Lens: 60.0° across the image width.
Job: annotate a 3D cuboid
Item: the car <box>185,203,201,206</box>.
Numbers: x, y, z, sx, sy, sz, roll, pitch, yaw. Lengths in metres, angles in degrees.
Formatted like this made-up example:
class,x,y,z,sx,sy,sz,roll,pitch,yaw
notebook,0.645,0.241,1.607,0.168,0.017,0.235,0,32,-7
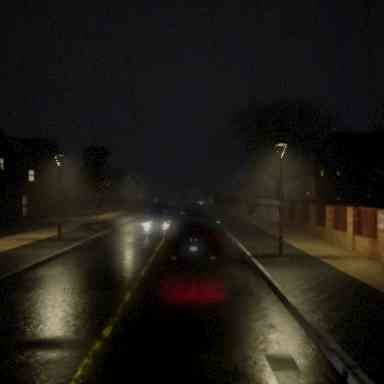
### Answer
class,x,y,z,sx,sy,sz,roll,pitch,yaw
car,0.066,1.615,26.542,2.033,1.411,5.357,0,0,0

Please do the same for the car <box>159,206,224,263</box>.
class,x,y,z,sx,sy,sz,roll,pitch,yaw
car,0.069,1.500,12.171,1.882,1.535,5.008,0,0,0

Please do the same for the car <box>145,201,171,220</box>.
class,x,y,z,sx,sy,sz,roll,pitch,yaw
car,-2.839,1.555,28.833,1.882,1.535,5.008,0,0,0
